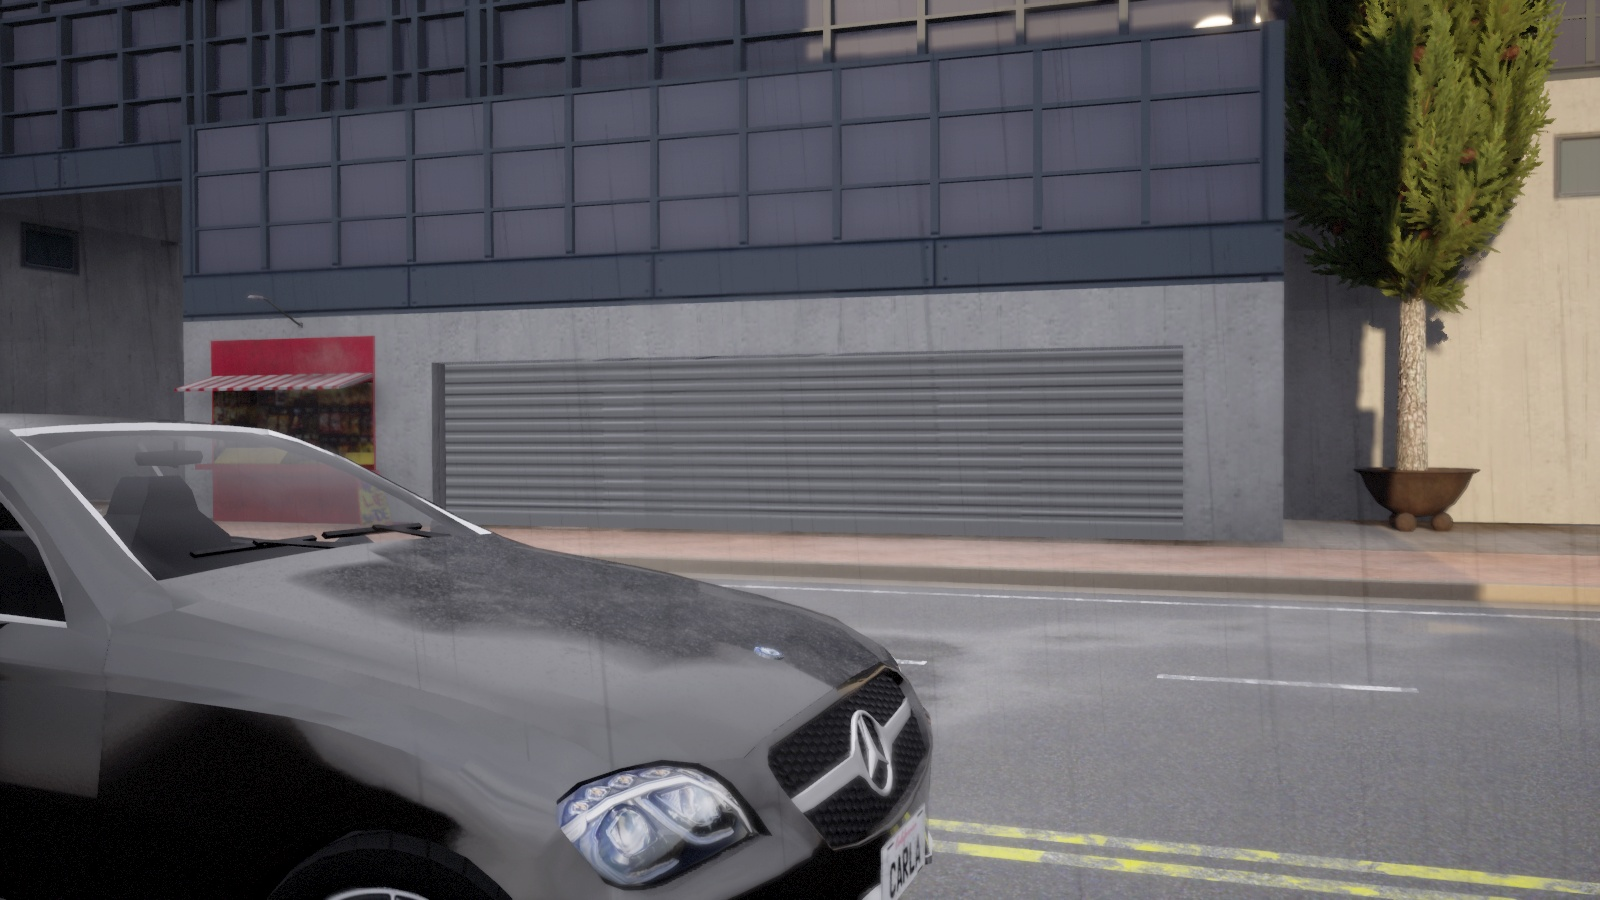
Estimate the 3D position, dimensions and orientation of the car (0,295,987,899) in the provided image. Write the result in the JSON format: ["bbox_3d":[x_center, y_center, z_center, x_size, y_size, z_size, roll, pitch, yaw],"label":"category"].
[{"bbox_3d":[-2.120,0.535,3.904,5.027,1.651,2.152,1,1,19],"label":"car"}]
